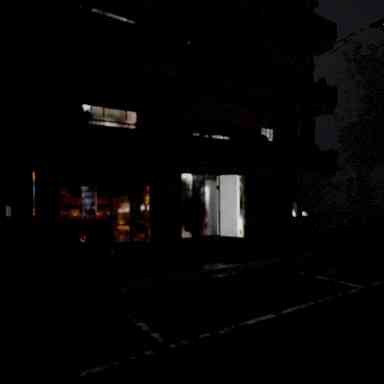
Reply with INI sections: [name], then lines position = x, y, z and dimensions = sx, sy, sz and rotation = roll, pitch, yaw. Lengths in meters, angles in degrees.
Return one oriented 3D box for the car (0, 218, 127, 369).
[car]
position = -3.305, 1.312, 4.219
dimensions = 5.009, 1.841, 2.192
rotation = 1, -1, -36
